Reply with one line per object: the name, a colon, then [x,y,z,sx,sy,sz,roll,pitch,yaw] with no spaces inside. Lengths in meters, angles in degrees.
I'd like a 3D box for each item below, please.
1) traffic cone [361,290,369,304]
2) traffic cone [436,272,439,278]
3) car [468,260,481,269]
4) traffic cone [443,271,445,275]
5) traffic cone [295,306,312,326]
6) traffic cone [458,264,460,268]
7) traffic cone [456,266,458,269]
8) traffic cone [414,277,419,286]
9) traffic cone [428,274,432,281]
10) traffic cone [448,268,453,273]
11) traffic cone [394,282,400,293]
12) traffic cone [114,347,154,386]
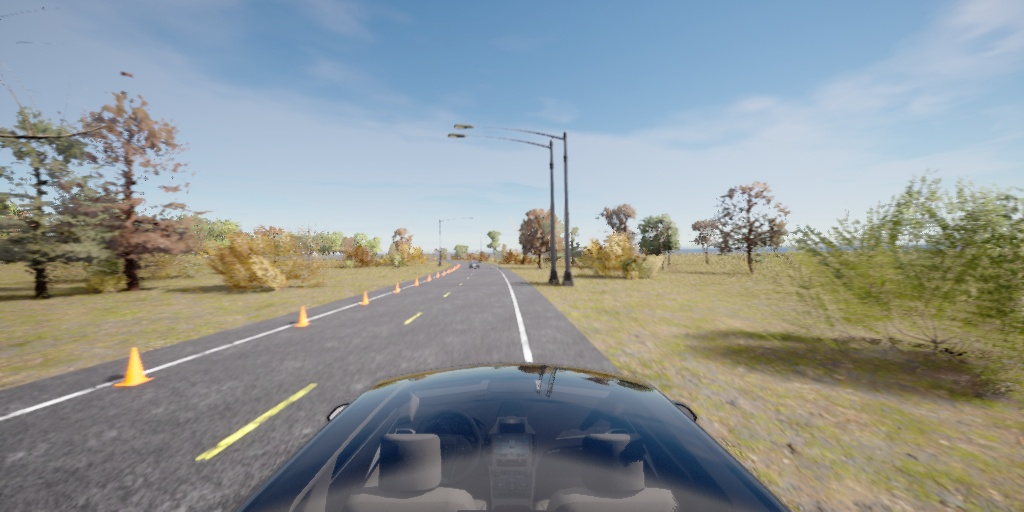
traffic cone: [-6.517,1.827,15.946,0.340,0.580,0.340,0,0,-2]
traffic cone: [-7.401,1.855,35.828,0.340,0.580,0.340,0,0,-3]
car: [-6.378,1.389,60.939,2.128,1.511,4.902,-1,0,-6]
traffic cone: [-7.719,1.865,40.793,0.340,0.580,0.340,0,0,-4]
traffic cone: [-6.392,1.822,10.972,0.340,0.580,0.340,0,0,-1]
traffic cone: [-9.382,1.908,60.626,0.340,0.580,0.340,0,0,-6]
traffic cone: [-8.907,1.896,55.672,0.340,0.580,0.340,0,0,-5]
traffic cone: [-6.881,1.840,25.890,0.340,0.580,0.340,0,0,-3]
traffic cone: [-7.121,1.847,30.860,0.340,0.580,0.340,0,0,-3]
traffic cone: [-8.076,1.875,45.756,0.340,0.580,0.340,0,0,-4]
traffic cone: [-6.679,1.833,20.919,0.340,0.580,0.340,0,0,-2]
traffic cone: [-6.307,1.818,5.997,0.340,0.580,0.340,0,0,-1]
